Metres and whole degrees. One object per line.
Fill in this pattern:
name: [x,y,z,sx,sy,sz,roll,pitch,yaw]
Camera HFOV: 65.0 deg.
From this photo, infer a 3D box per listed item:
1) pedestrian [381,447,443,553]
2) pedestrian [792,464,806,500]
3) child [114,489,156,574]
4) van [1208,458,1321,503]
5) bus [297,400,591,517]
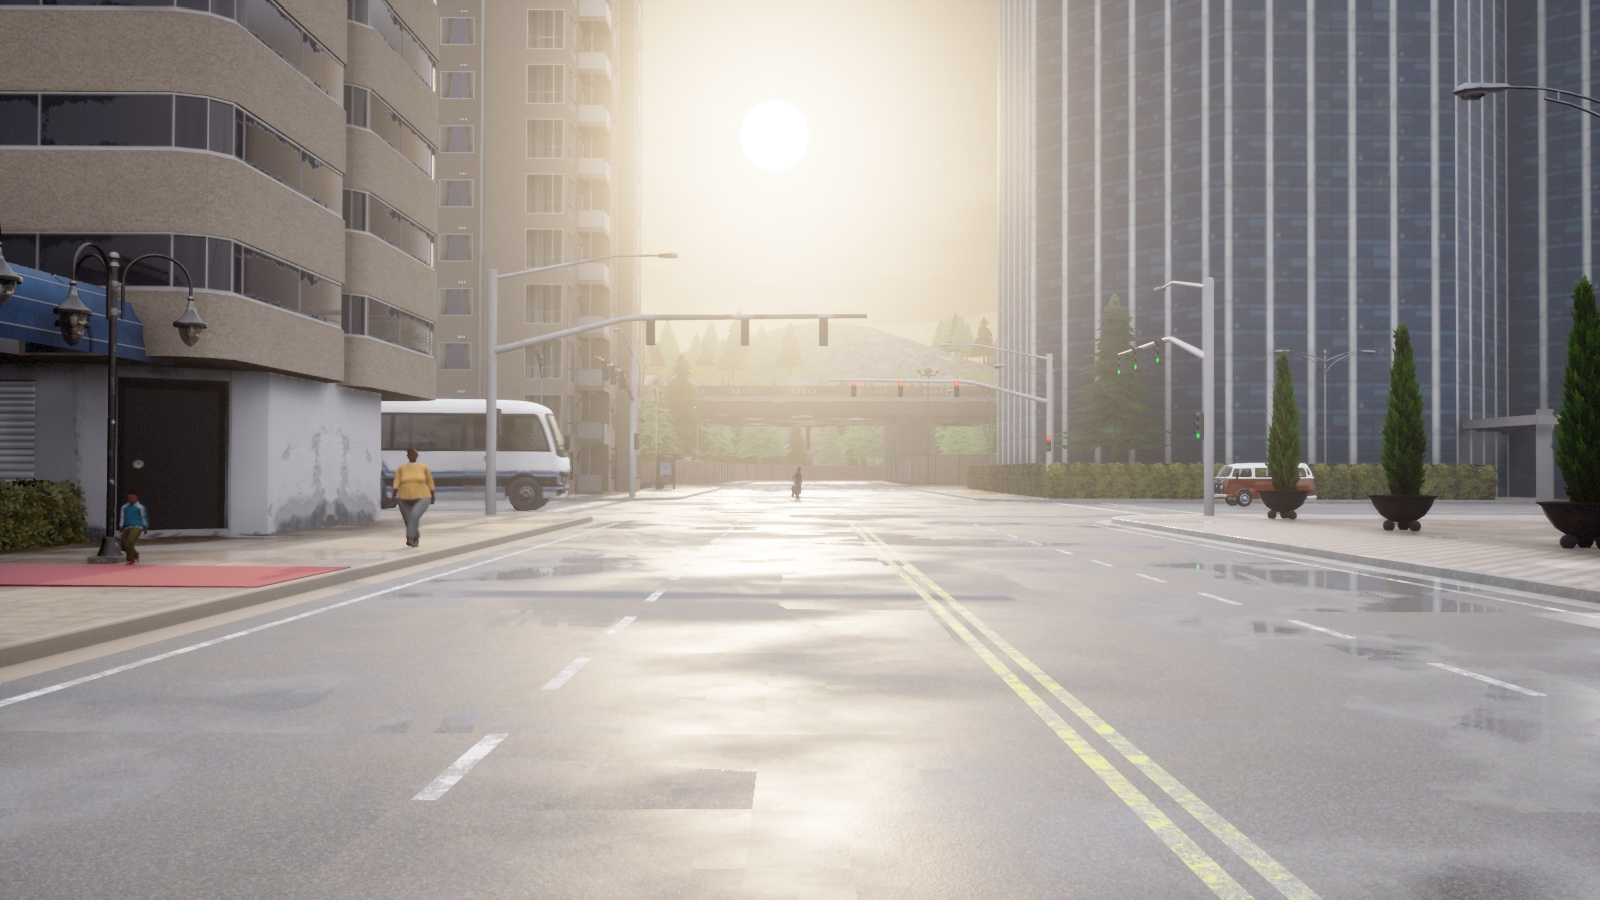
pedestrian: [-6.907,0.876,22.402,0.874,1.855,0.900,0,-1,-4]
pedestrian: [-0.038,1.713,67.445,0.666,1.930,0.402,0,-1,11]
child: [-9.503,1.159,17.940,0.343,1.192,0.448,0,-1,3]
van: [21.638,1.433,58.627,4.480,2.038,2.069,0,-1,-1]
bus: [-13.305,0.295,47.983,10.273,4.253,3.944,0,0,-6]
